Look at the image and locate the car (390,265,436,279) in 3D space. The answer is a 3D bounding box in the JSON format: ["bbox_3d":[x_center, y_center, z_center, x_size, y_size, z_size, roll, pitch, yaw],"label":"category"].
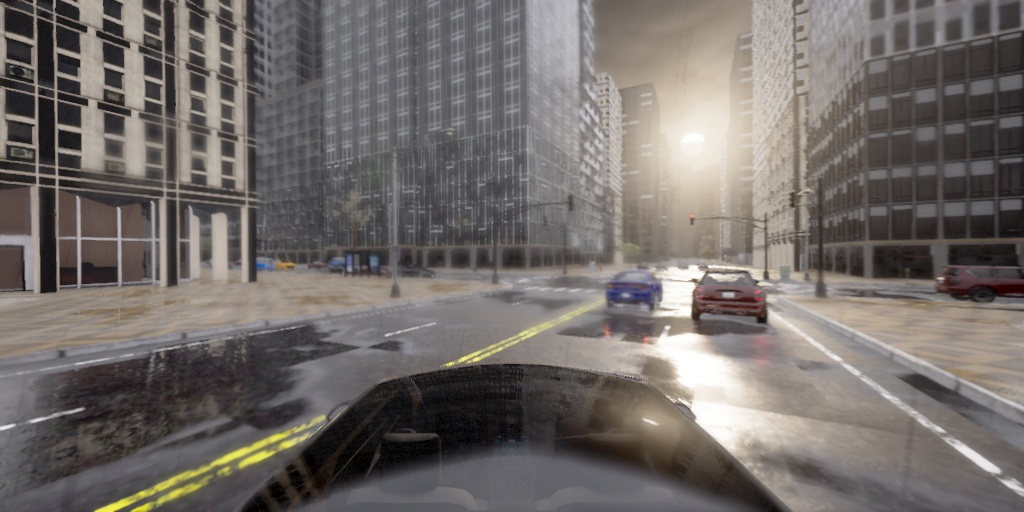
[{"bbox_3d":[-9.674,1.578,36.043,4.313,1.339,1.948,0,0,28],"label":"car"}]

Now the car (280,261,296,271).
[{"bbox_3d":[-33.533,1.392,52.159,5.008,1.535,1.882,0,0,29],"label":"car"}]

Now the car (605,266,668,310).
[{"bbox_3d":[5.520,1.376,15.864,1.882,1.535,5.008,0,-1,28],"label":"car"}]

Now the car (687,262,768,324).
[{"bbox_3d":[7.598,1.216,12.853,2.097,1.767,4.553,0,-1,28],"label":"car"}]

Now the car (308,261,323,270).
[{"bbox_3d":[-30.595,1.460,57.074,4.207,1.307,1.802,0,0,28],"label":"car"}]

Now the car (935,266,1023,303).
[{"bbox_3d":[24.669,1.429,17.709,5.009,1.841,2.192,0,0,28],"label":"car"}]

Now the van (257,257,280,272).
[{"bbox_3d":[-34.591,1.273,49.708,3.998,1.789,1.690,0,0,28],"label":"van"}]

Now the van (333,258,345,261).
[{"bbox_3d":[-25.600,1.236,54.364,3.998,1.789,1.690,0,0,28],"label":"van"}]

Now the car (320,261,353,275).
[{"bbox_3d":[-19.631,1.547,41.531,4.313,1.339,1.948,0,0,28],"label":"car"}]

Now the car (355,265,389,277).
[{"bbox_3d":[-14.663,1.579,38.770,4.207,1.307,1.802,0,0,28],"label":"car"}]
